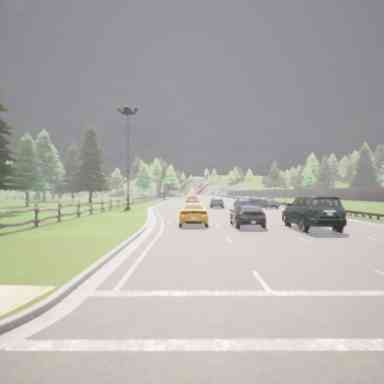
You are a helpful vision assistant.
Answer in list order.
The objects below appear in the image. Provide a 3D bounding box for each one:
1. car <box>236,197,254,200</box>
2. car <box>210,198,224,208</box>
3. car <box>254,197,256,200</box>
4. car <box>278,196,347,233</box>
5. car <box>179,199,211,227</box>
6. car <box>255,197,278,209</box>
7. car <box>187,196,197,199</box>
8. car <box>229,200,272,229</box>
[{"bbox_3d":[7.021,1.554,46.924,1.812,1.442,4.674,0,0,0],"label":"car"},{"bbox_3d":[3.529,1.522,47.453,2.128,1.511,4.902,0,0,0],"label":"car"},{"bbox_3d":[10.508,1.512,55.855,1.882,1.535,5.008,0,0,0],"label":"car"},{"bbox_3d":[7.103,1.234,19.794,2.150,2.045,5.566,0,0,0],"label":"car"},{"bbox_3d":[0.103,1.492,23.209,1.882,1.535,5.008,0,0,0],"label":"car"},{"bbox_3d":[10.507,1.575,45.435,2.033,1.411,5.357,0,0,0],"label":"car"},{"bbox_3d":[0.034,1.381,48.498,2.097,1.767,4.553,0,0,0],"label":"car"},{"bbox_3d":[3.602,1.518,21.897,1.837,1.490,4.892,0,0,0],"label":"car"}]
